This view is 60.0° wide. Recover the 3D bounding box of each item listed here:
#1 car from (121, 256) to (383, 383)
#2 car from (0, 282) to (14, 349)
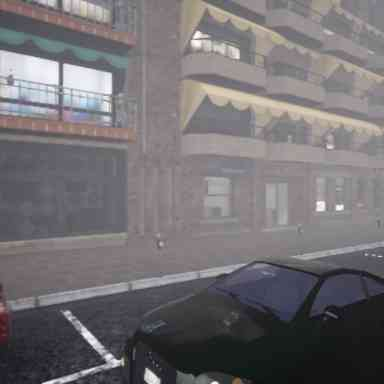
[{"bbox_3d":[1.258,1.604,4.271,4.181,1.385,1.994,1,-1,-35],"label":"car"},{"bbox_3d":[-4.255,1.566,3.488,4.206,1.307,1.802,1,-1,-36],"label":"car"}]
